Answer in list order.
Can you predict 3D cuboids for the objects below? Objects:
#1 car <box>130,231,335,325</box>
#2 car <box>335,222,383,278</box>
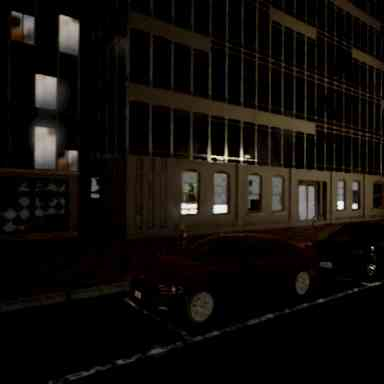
[{"bbox_3d":[0.883,1.588,7.185,4.507,1.381,1.887,1,0,-35],"label":"car"},{"bbox_3d":[5.518,1.659,10.490,4.313,1.339,1.947,1,0,-35],"label":"car"}]
